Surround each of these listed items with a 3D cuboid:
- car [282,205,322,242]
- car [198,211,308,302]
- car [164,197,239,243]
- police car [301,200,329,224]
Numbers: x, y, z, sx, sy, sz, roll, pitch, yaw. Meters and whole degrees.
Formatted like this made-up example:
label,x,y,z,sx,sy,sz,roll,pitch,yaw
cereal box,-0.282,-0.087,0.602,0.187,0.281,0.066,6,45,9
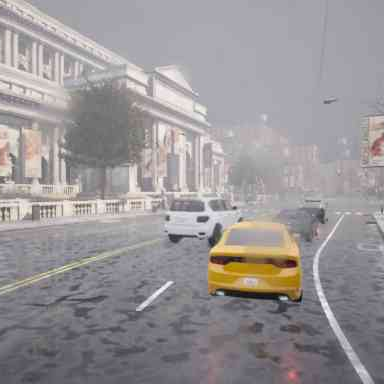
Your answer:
label,x,y,z,sx,sy,sz,roll,pitch,yaw
car,5.162,1.564,16.744,1.994,1.385,4.181,0,0,26
car,1.700,1.478,8.446,1.882,1.535,5.008,0,0,15
car,0.751,1.223,15.660,2.150,2.045,5.566,0,0,25
police car,9.169,1.425,25.099,1.930,1.638,5.238,0,0,27
